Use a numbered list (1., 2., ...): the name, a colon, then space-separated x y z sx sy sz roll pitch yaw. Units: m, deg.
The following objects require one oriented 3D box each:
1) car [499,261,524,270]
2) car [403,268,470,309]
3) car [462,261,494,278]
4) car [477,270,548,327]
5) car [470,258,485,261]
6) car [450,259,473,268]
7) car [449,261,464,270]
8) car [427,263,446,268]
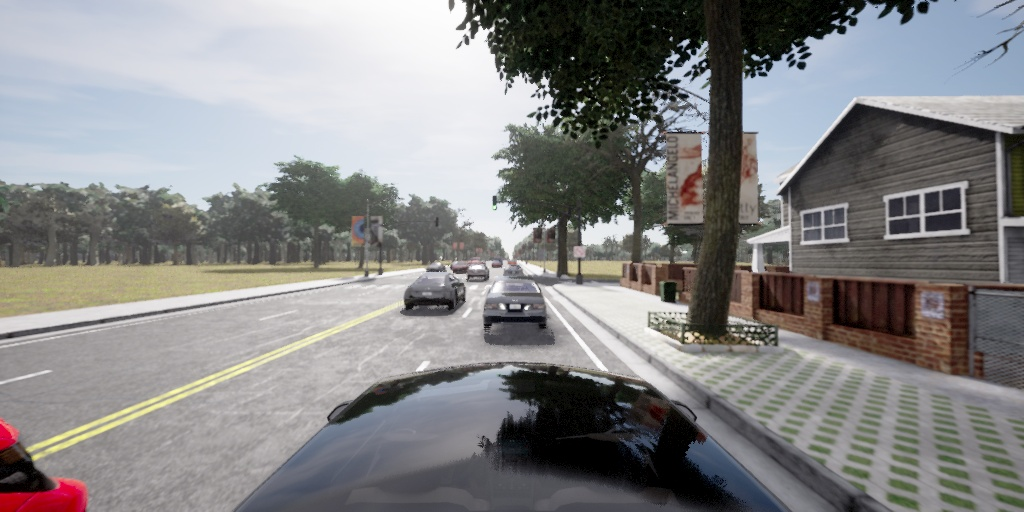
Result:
1. car: 0.134 1.490 33.837 2.033 1.411 5.357 1 0 0
2. car: -3.146 1.385 15.310 1.994 1.385 4.181 0 0 0
3. car: -3.139 1.473 33.820 2.033 1.411 5.357 0 0 0
4. car: 0.100 1.350 11.653 2.033 1.411 5.357 0 0 0
5. car: -6.533 1.307 63.084 2.150 2.045 5.566 0 0 1
6. car: -6.576 1.475 46.575 1.882 1.535 5.008 0 0 0
7. car: -9.781 1.651 63.712 1.994 1.385 4.181 0 0 0
8. car: -9.825 1.562 46.635 1.994 1.385 4.181 0 0 0
